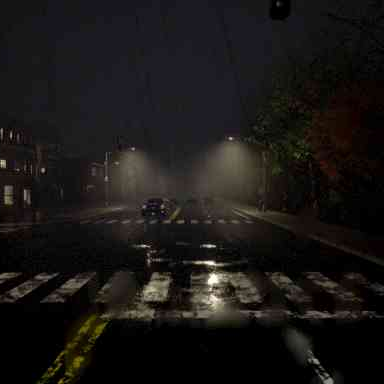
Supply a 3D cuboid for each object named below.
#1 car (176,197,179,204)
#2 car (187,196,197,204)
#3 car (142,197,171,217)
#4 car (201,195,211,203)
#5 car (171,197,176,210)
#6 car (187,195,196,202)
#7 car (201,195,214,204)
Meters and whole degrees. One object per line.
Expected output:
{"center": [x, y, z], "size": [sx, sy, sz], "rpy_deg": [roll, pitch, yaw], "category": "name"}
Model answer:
{"center": [-3.453, 1.578, 61.386], "size": [1.895, 1.301, 4.718], "rpy_deg": [0, 0, 0], "category": "car"}
{"center": [-0.057, 1.577, 64.460], "size": [1.895, 1.301, 4.718], "rpy_deg": [0, 0, 0], "category": "car"}
{"center": [-3.426, 1.342, 31.534], "size": [2.097, 1.767, 4.553], "rpy_deg": [0, 0, 0], "category": "car"}
{"center": [3.072, 1.495, 73.222], "size": [2.128, 1.511, 4.902], "rpy_deg": [0, 0, 0], "category": "car"}
{"center": [-3.451, 1.550, 42.206], "size": [1.994, 1.385, 4.181], "rpy_deg": [0, 0, 0], "category": "car"}
{"center": [-0.168, 1.511, 74.659], "size": [2.033, 1.411, 5.357], "rpy_deg": [0, 0, 0], "category": "car"}
{"center": [3.199, 1.577, 63.217], "size": [1.895, 1.301, 4.718], "rpy_deg": [0, 0, 0], "category": "car"}
